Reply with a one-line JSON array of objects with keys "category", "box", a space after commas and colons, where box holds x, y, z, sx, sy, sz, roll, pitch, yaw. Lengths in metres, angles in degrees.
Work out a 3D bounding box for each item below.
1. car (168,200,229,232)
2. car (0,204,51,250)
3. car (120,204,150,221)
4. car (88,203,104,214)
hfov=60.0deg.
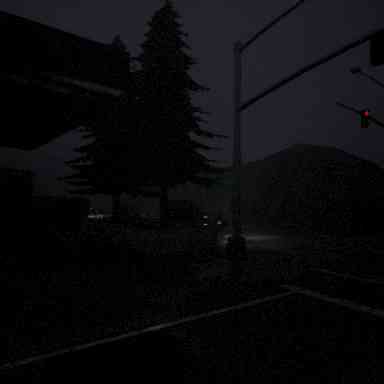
[{"category": "car", "box": [0.133, 1.580, 23.087, 2.150, 2.045, 5.566, 1, -1, -36]}, {"category": "car", "box": [-8.060, 1.553, 15.752, 1.905, 1.878, 3.866, 1, -1, -36]}, {"category": "car", "box": [-5.642, 1.862, 31.283, 2.128, 1.511, 4.902, 1, 0, -35]}, {"category": "car", "box": [-12.359, 1.985, 40.834, 1.895, 1.301, 4.718, 1, -1, -35]}]
